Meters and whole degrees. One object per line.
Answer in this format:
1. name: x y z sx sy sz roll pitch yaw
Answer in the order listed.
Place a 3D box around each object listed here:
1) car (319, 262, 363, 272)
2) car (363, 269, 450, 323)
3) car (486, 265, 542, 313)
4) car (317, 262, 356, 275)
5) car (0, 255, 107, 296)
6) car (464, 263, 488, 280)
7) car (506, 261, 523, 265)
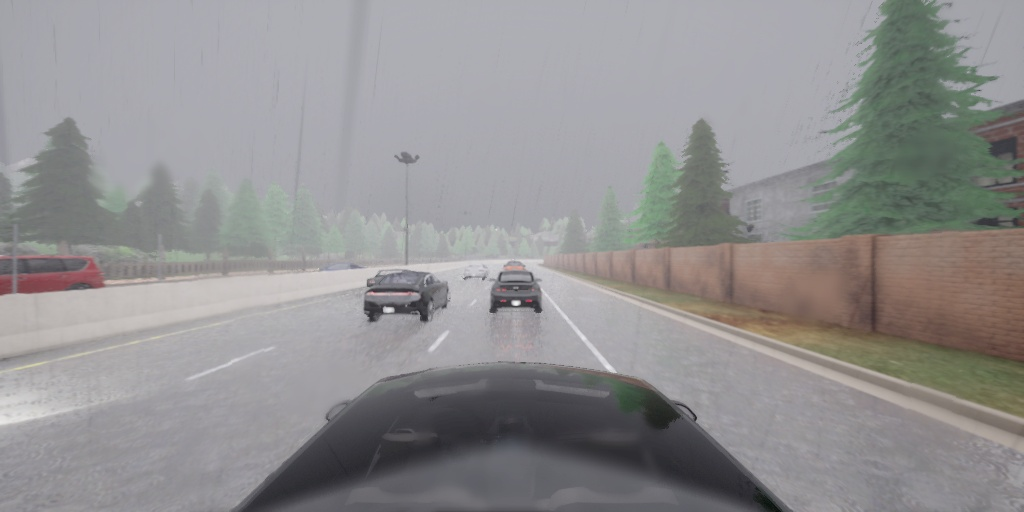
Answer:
1. car: -13.961 1.308 29.520 1.882 1.535 5.008 0 0 1
2. car: -3.363 1.277 12.251 2.128 1.511 4.902 0 0 0
3. car: 0.147 1.309 14.348 1.837 1.490 4.892 0 0 0
4. car: -20.818 1.472 42.855 2.033 1.411 5.357 0 0 0
5. car: -17.560 0.971 12.197 2.150 2.045 5.566 0 0 0
6. car: -3.263 1.397 32.943 1.812 1.442 4.674 0 0 0
7. car: 0.241 1.237 34.155 2.097 1.767 4.553 0 0 0
